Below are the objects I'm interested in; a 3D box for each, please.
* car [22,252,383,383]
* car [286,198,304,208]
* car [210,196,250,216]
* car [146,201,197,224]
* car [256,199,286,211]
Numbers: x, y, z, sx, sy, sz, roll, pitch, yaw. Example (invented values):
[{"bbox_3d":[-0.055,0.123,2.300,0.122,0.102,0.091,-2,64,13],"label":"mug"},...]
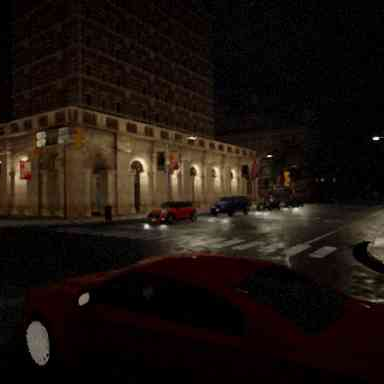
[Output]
[{"bbox_3d":[-0.120,1.502,4.059,5.008,1.535,1.882,-1,0,36],"label":"car"},{"bbox_3d":[15.788,1.686,51.333,1.837,1.490,4.892,-1,0,35],"label":"car"},{"bbox_3d":[4.082,1.399,34.799,2.150,2.045,5.566,-1,0,35],"label":"car"},{"bbox_3d":[-1.585,1.529,26.912,2.097,1.767,4.553,-1,0,37],"label":"car"},{"bbox_3d":[9.939,1.671,43.059,2.128,1.511,4.902,-1,0,35],"label":"car"}]
